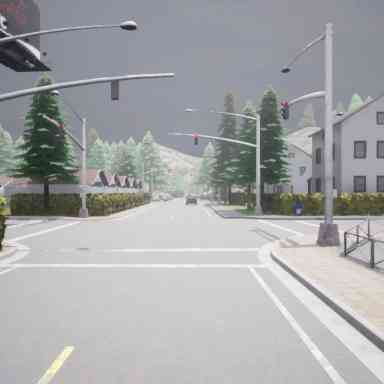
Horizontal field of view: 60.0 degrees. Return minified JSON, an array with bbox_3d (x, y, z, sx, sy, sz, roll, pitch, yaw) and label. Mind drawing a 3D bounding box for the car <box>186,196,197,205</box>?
[{"bbox_3d":[-0.086,1.505,59.225,1.837,1.490,4.892,0,0,0],"label":"car"}]
